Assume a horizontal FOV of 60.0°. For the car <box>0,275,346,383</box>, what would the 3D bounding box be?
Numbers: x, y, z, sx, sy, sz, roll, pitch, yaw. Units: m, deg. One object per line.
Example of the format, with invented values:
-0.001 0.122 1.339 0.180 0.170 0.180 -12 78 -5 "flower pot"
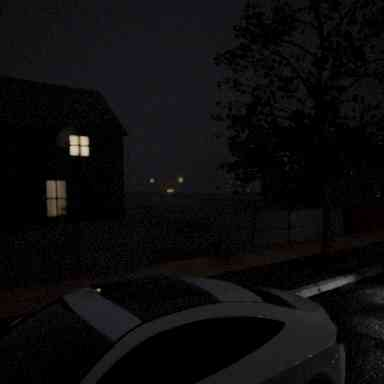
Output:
-0.578 1.535 2.647 4.674 1.442 1.812 0 0 -37 "car"
